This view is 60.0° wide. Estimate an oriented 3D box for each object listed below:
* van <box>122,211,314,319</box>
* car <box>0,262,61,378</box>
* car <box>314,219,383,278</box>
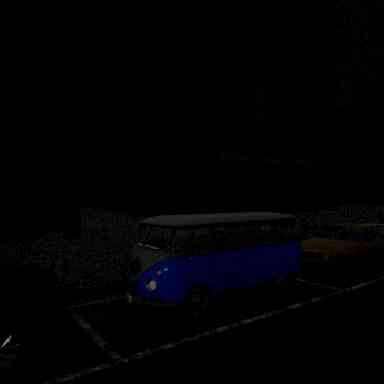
[{"bbox_3d":[0.592,1.341,7.075,3.998,1.788,1.690,0,0,-36],"label":"van"},{"bbox_3d":[-3.834,1.566,3.916,4.313,1.339,1.947,0,0,-36],"label":"car"},{"bbox_3d":[4.880,1.526,10.135,4.829,1.417,1.752,0,0,-36],"label":"car"}]
